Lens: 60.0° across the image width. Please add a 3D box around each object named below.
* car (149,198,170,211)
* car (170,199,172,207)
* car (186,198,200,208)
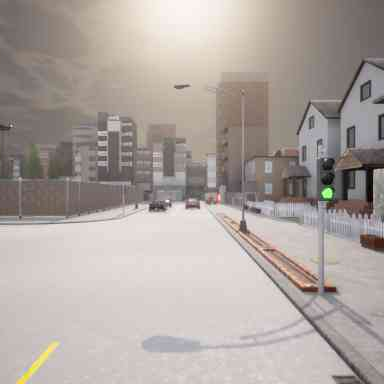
[{"bbox_3d":[-4.092,1.601,40.470,1.895,1.301,4.718,0,0,0],"label":"car"},{"bbox_3d":[-4.078,1.564,50.539,1.994,1.385,4.181,0,0,0],"label":"car"},{"bbox_3d":[0.108,1.564,47.714,1.994,1.385,4.181,0,0,0],"label":"car"}]
